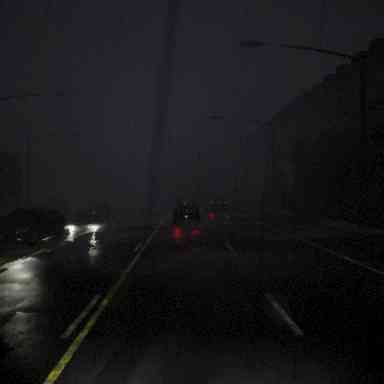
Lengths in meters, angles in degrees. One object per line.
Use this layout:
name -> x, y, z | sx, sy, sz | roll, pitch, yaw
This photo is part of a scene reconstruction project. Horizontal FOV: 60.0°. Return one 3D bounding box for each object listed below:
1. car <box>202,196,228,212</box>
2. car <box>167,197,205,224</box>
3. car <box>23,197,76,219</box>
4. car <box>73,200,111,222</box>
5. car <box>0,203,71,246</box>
car -> 2.653, 1.171, 36.802 | 2.097, 1.767, 4.553 | 0, 0, -4
car -> -0.425, 1.385, 24.061 | 2.128, 1.511, 4.902 | 0, 0, -1
car -> -11.079, 1.185, 26.295 | 2.128, 1.511, 4.902 | 0, 0, -1
car -> -7.647, 1.404, 25.750 | 1.882, 1.535, 5.008 | 0, 0, -1
car -> -7.414, 1.449, 15.293 | 1.882, 1.535, 5.008 | 0, 0, -1
